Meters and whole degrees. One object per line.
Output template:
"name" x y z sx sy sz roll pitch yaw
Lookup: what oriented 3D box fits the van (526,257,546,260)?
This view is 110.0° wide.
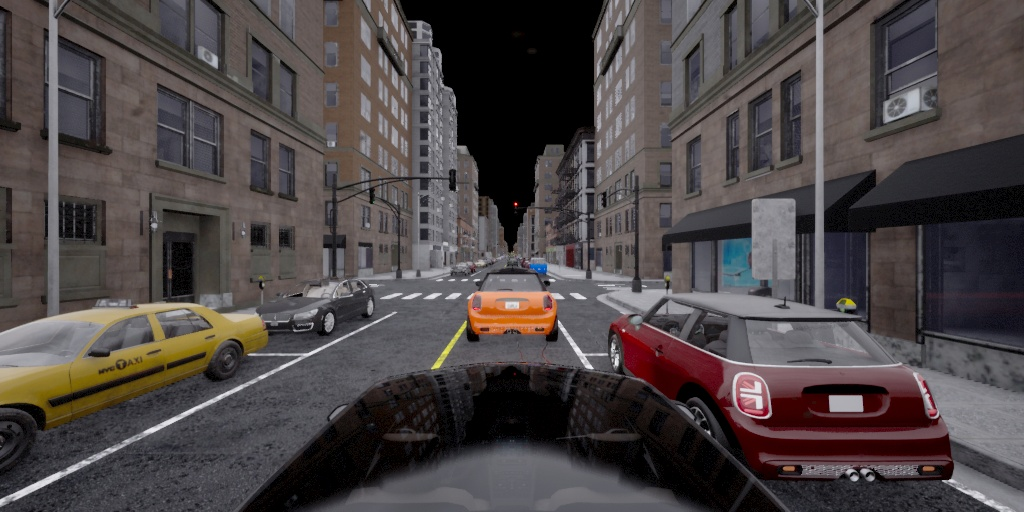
"van" 2.692 1.088 37.373 1.690 1.789 3.998 0 0 0

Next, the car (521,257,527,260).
"car" 2.726 1.324 60.098 1.802 1.307 4.207 0 0 0

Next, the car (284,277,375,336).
"car" -5.375 1.300 10.295 2.007 1.370 4.403 0 0 0

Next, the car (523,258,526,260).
"car" 2.709 1.329 48.735 1.802 1.307 4.207 0 0 0

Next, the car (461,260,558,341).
"car" 0.024 1.102 9.993 2.097 1.767 4.553 0 0 0

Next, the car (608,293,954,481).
"car" 2.642 1.190 4.773 1.967 1.591 4.097 0 0 0

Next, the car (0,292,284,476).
"car" -5.383 1.275 4.606 1.751 1.417 4.829 0 0 0

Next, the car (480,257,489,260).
"car" -5.299 1.268 59.934 1.751 1.417 4.829 0 0 0

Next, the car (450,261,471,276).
"car" -5.333 1.298 37.376 2.007 1.370 4.403 0 0 0
